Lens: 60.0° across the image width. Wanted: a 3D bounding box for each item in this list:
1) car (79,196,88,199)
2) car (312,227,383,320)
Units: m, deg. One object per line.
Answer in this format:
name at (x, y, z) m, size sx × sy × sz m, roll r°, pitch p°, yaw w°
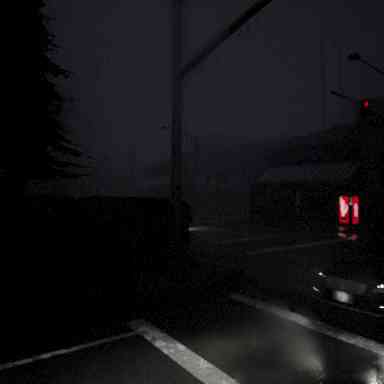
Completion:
car at (-10.526, 1.305, 33.905) m, size 2.097 × 1.767 × 4.553 m, roll 1°, pitch 0°, yaw -35°
car at (4.569, 1.529, 7.145) m, size 4.902 × 1.511 × 2.128 m, roll 0°, pitch -1°, yaw -36°
